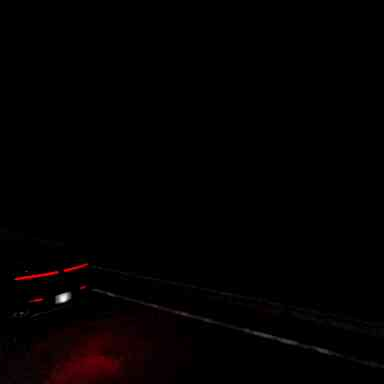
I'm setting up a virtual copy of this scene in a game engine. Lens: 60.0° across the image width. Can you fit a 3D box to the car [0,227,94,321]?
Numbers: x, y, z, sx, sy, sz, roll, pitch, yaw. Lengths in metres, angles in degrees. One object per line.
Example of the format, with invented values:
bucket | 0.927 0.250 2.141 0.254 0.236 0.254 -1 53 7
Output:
car | -4.100 1.502 6.920 4.892 1.490 1.837 0 0 36
